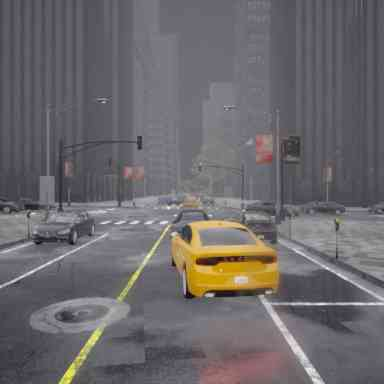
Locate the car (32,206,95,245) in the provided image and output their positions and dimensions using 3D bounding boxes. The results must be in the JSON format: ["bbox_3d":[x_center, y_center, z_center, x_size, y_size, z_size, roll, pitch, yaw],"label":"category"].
[{"bbox_3d":[-5.776,1.553,15.439,2.008,1.369,4.403,0,0,0],"label":"car"}]

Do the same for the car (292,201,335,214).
[{"bbox_3d":[14.867,1.844,40.836,4.674,1.442,1.812,1,0,2],"label":"car"}]

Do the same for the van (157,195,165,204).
[{"bbox_3d":[-5.584,1.364,63.207,1.690,1.788,3.998,0,0,0],"label":"van"}]

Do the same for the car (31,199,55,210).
[{"bbox_3d":[-16.575,1.338,34.209,4.718,1.301,1.895,1,0,0],"label":"car"}]

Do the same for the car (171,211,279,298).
[{"bbox_3d":[0.545,1.479,8.628,1.882,1.535,5.008,0,0,-9],"label":"car"}]

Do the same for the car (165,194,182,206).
[{"bbox_3d":[-2.955,1.496,55.284,1.882,1.535,5.008,0,0,1],"label":"car"}]

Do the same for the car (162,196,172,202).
[{"bbox_3d":[-5.495,1.595,74.232,1.947,1.339,4.313,0,0,0],"label":"car"}]

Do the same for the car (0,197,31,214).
[{"bbox_3d":[-18.139,1.207,30.953,4.892,1.490,1.837,1,0,0],"label":"car"}]

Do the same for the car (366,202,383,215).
[{"bbox_3d":[24.078,1.983,40.804,4.902,1.511,2.128,1,0,0],"label":"car"}]

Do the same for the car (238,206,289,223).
[{"bbox_3d":[2.749,1.553,15.445,2.008,1.369,4.403,0,0,0],"label":"car"}]

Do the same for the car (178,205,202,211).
[{"bbox_3d":[0.036,1.566,16.133,1.994,1.385,4.181,0,0,0],"label":"car"}]

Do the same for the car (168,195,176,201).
[{"bbox_3d":[-5.362,1.584,90.769,1.887,1.381,4.507,0,0,0],"label":"car"}]

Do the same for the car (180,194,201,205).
[{"bbox_3d":[-0.175,1.500,48.765,1.882,1.535,5.008,0,0,5],"label":"car"}]

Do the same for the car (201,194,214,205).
[{"bbox_3d":[2.896,1.570,57.628,2.008,1.369,4.403,0,0,0],"label":"car"}]

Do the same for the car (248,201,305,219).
[{"bbox_3d":[7.521,1.634,30.893,4.892,1.490,1.837,2,0,0],"label":"car"}]

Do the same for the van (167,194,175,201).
[{"bbox_3d":[-5.406,1.377,85.257,1.690,1.788,3.998,0,0,0],"label":"van"}]

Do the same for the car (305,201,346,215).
[{"bbox_3d":[14.720,1.814,37.575,4.892,1.490,1.837,1,0,1],"label":"car"}]
